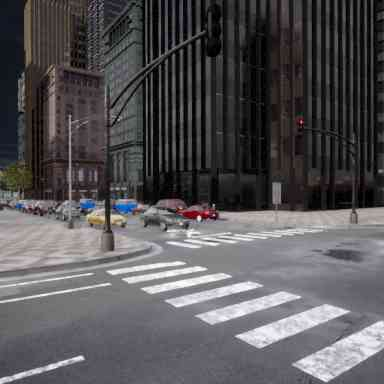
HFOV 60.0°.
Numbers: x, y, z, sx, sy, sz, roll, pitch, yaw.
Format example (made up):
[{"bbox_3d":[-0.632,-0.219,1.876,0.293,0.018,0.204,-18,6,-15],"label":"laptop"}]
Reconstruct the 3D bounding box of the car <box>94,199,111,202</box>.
[{"bbox_3d":[-11.277,1.874,46.028,2.192,1.841,5.009,-1,0,-35],"label":"car"}]

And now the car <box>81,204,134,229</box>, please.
[{"bbox_3d":[-6.327,1.843,24.366,1.752,1.417,4.829,-1,0,-35],"label":"car"}]

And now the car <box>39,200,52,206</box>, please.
[{"bbox_3d":[-34.893,2.659,79.106,1.947,1.339,4.313,-1,0,-35],"label":"car"}]

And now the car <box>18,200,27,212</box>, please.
[{"bbox_3d":[-23.448,2.156,48.372,1.967,1.590,4.097,-1,0,-35],"label":"car"}]

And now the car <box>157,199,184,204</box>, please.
[{"bbox_3d":[-2.430,1.668,33.593,2.192,1.841,5.009,-1,0,-35],"label":"car"}]

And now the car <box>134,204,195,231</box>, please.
[{"bbox_3d":[-2.019,1.782,22.954,1.812,1.442,4.674,0,-1,-34],"label":"car"}]

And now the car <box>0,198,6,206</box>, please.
[{"bbox_3d":[-41.428,2.666,73.586,1.887,1.381,4.507,-1,0,-35],"label":"car"}]

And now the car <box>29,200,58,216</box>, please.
[{"bbox_3d":[-17.777,1.900,40.416,2.192,1.841,5.009,-1,0,-35],"label":"car"}]

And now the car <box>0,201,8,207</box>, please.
[{"bbox_3d":[-44.549,2.770,77.963,1.802,1.307,4.206,-1,0,-35],"label":"car"}]

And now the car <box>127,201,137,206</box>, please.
[{"bbox_3d":[-5.373,2.004,37.738,1.802,1.307,4.206,-1,0,-35],"label":"car"}]

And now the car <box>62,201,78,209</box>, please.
[{"bbox_3d":[-22.810,2.406,62.163,1.802,1.307,4.206,-1,0,-35],"label":"car"}]

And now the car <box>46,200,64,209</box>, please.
[{"bbox_3d":[-25.072,2.315,60.756,1.882,1.535,5.008,0,-1,-35],"label":"car"}]

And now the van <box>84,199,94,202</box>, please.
[{"bbox_3d":[-17.174,2.037,54.318,1.690,1.788,3.998,-1,0,-35],"label":"van"}]

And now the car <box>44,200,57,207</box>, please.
[{"bbox_3d":[-31.871,2.594,74.869,1.947,1.339,4.313,-1,0,-35],"label":"car"}]

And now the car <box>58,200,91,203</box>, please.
[{"bbox_3d":[-14.068,2.085,39.838,2.033,1.411,5.357,0,0,-35],"label":"car"}]

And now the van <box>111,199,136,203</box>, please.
[{"bbox_3d":[-8.328,1.832,41.883,1.690,1.788,3.998,-1,0,-35],"label":"van"}]

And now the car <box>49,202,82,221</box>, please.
[{"bbox_3d":[-12.098,2.004,32.460,2.008,1.369,4.403,-1,0,-35],"label":"car"}]

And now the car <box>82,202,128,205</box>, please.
[{"bbox_3d":[-8.472,1.955,31.979,2.033,1.411,5.357,0,-1,-35],"label":"car"}]

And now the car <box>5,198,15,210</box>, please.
[{"bbox_3d":[-32.062,2.353,60.451,1.967,1.590,4.097,-1,0,-35],"label":"car"}]

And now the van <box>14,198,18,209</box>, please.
[{"bbox_3d":[-26.287,2.122,52.350,1.690,1.788,3.998,-1,0,-35],"label":"van"}]

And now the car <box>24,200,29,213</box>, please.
[{"bbox_3d":[-20.609,2.195,44.394,1.887,1.381,4.507,-1,0,-35],"label":"car"}]

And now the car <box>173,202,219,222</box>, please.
[{"bbox_3d":[0.524,1.828,29.447,1.887,1.381,4.507,-1,0,-35],"label":"car"}]
